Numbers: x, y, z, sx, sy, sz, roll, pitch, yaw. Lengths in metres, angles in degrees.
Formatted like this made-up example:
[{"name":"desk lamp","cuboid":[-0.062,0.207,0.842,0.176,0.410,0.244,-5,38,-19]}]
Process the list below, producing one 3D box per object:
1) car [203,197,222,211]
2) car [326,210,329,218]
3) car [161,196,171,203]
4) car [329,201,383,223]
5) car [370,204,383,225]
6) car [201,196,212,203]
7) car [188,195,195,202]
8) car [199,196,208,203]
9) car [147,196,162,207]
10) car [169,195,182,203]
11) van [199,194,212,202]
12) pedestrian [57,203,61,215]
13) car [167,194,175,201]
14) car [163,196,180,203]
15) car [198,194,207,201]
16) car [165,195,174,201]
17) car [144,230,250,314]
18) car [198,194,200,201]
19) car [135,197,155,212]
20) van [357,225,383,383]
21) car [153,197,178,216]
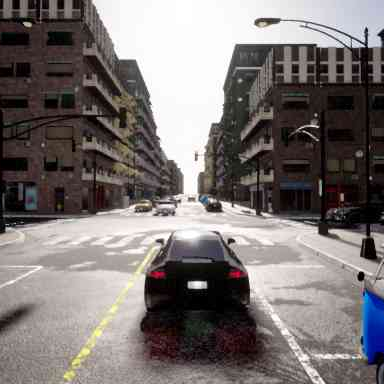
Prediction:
[{"name":"car","cuboid":[2.651,1.581,40.063,1.947,1.339,4.313,1,0,0]},{"name":"car","cuboid":[13.605,1.609,28.262,4.097,1.590,1.967,0,-1,1]},{"name":"car","cuboid":[-5.773,1.577,73.907,1.887,1.381,4.507,1,0,0]},{"name":"car","cuboid":[13.500,1.474,25.673,4.553,1.767,2.097,0,-1,1]},{"name":"car","cuboid":[13.512,1.583,19.880,4.313,1.339,1.947,0,-1,1]},{"name":"car","cuboid":[2.643,1.568,45.705,2.008,1.369,4.403,1,0,0]},{"name":"car","cuboid":[-0.105,1.562,80.594,2.128,1.511,4.902,0,0,0]},{"name":"car","cuboid":[2.606,1.614,73.918,1.802,1.307,4.206,1,0,0]},{"name":"car","cuboid":[-5.742,1.461,51.337,1.967,1.590,4.097,1,0,0]},{"name":"car","cuboid":[-3.116,1.592,66.484,1.994,1.385,4.181,0,0,0]},{"name":"van","cuboid":[2.632,1.364,56.990,1.690,1.788,3.998,1,0,0]},{"name":"pedestrian","cuboid":[-12.580,1.598,31.477,0.500,1.100,0.500,0,-1,1]},{"name":"car","cuboid":[-5.793,1.483,90.835,1.967,1.590,4.097,1,0,0]},{"name":"car","cuboid":[-3.161,1.620,49.377,1.895,1.301,4.718,0,0,0]},{"name":"car","cuboid":[2.596,1.354,85.203,2.192,1.841,5.009,1,0,0]},{"name":"car","cuboid":[-5.788,1.590,85.192,2.008,1.369,4.403,1,0,0]},{"name":"car","cuboid":[0.090,1.566,7.719,1.994,1.385,4.181,0,0,0]},{"name":"car","cuboid":[2.614,1.555,68.445,1.752,1.417,4.829,1,0,0]},{"name":"car","cuboid":[-5.728,1.541,39.881,1.752,1.417,4.829,1,0,0]},{"name":"van","cuboid":[2.671,1.342,2.116,1.690,1.788,3.998,1,0,0]},{"name":"car","cuboid":[-2.727,1.538,33.129,1.812,1.442,4.674,0,0,-7]}]
